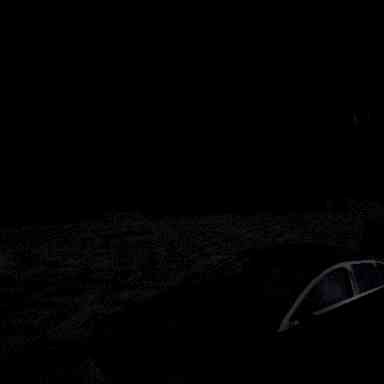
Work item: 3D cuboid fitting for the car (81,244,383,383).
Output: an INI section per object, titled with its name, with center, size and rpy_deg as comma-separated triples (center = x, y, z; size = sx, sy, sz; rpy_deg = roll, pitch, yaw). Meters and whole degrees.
[car]
center = 1.167, 1.485, 4.160
size = 4.902, 1.511, 2.128
rpy_deg = 0, 0, -35
